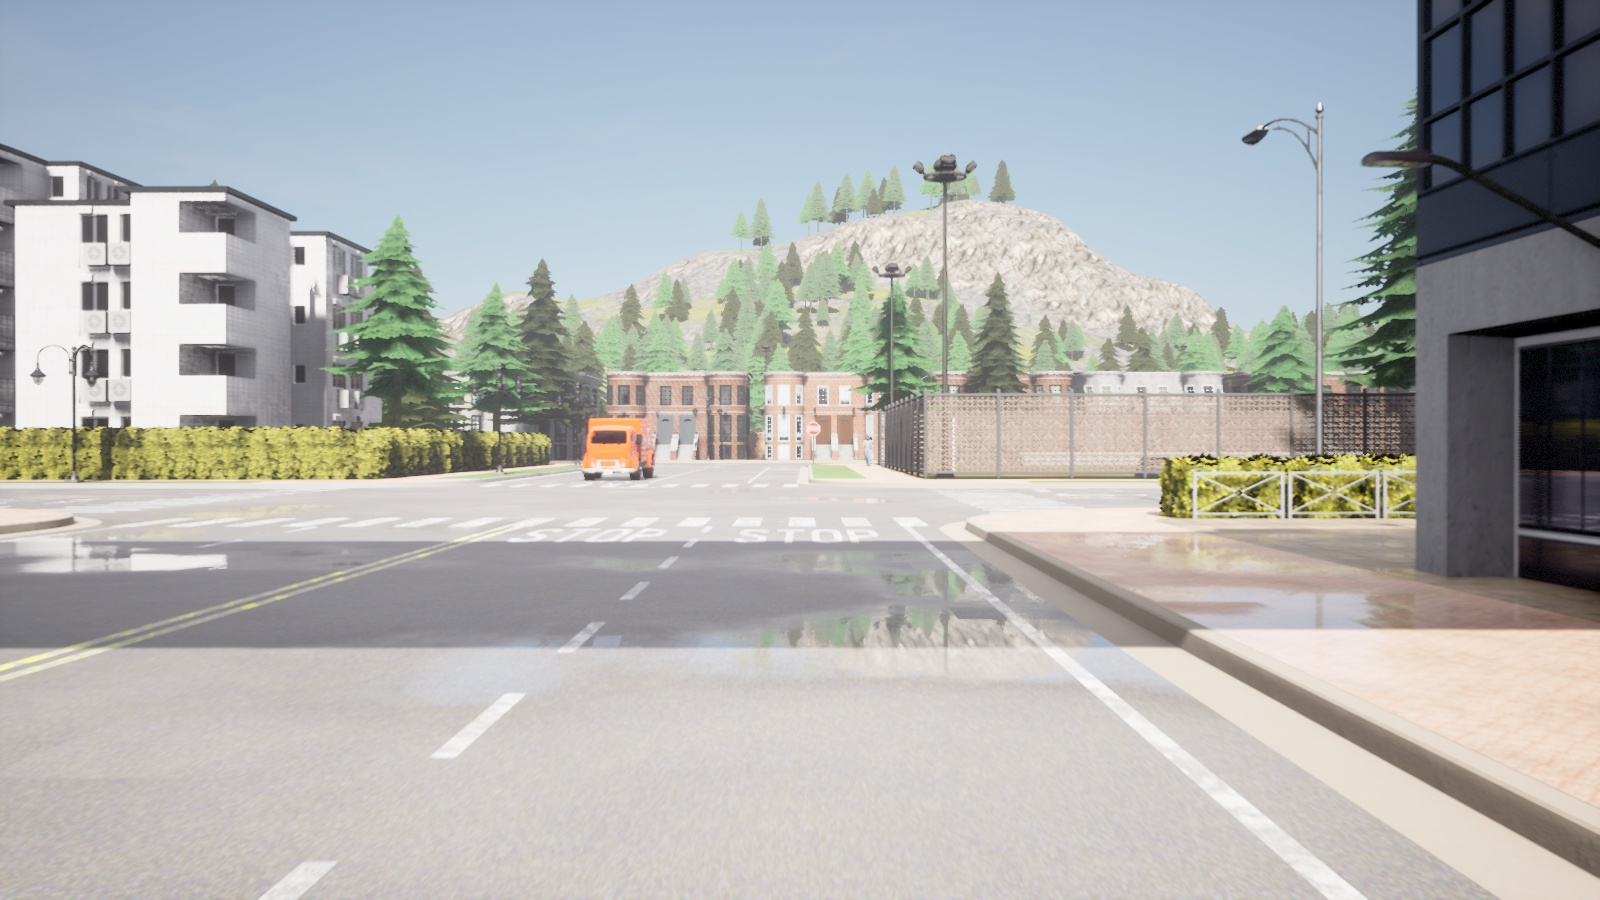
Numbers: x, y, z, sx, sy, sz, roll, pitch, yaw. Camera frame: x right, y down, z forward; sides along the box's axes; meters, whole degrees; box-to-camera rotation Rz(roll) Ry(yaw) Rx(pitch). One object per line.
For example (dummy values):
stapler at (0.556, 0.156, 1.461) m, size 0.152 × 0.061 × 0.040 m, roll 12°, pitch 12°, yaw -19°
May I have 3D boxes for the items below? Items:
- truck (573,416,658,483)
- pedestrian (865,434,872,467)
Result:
truck at (-7.354, -0.078, 50.647) m, size 2.627 × 2.467 × 5.204 m, roll 0°, pitch 2°, yaw 0°
pedestrian at (3.848, 0.003, 70.081) m, size 0.354 × 1.836 × 0.706 m, roll 0°, pitch 0°, yaw 0°
